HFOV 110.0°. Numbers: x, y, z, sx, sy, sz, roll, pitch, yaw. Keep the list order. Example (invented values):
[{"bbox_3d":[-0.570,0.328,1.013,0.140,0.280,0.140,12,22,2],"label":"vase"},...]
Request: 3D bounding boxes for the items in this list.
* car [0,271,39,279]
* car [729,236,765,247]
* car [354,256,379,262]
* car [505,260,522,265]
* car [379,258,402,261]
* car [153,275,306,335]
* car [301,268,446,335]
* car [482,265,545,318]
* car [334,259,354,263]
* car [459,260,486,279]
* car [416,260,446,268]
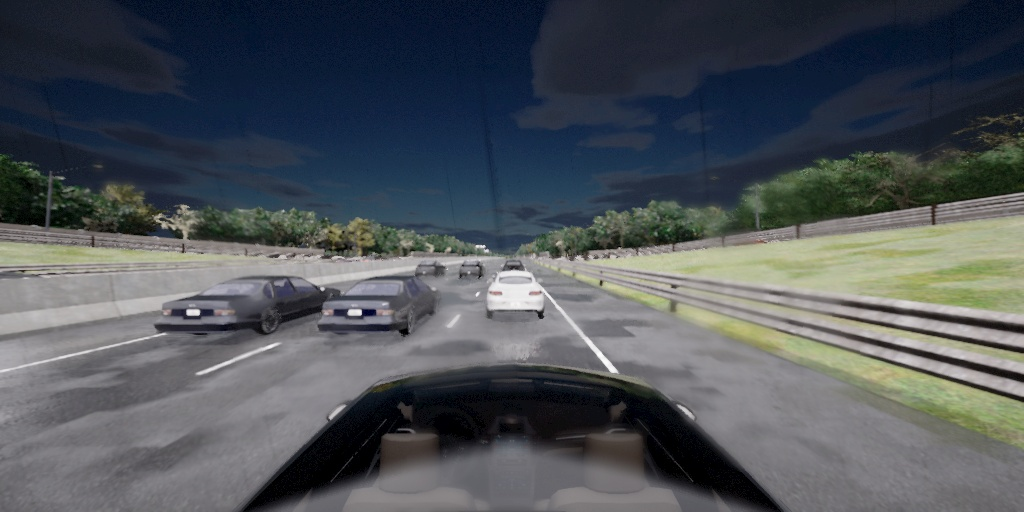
[{"bbox_3d":[-17.590,1.229,11.546,1.812,1.442,4.674,0,0,0],"label":"car"},{"bbox_3d":[31.889,-1.805,48.854,2.097,1.767,4.553,0,-3,-10],"label":"car"},{"bbox_3d":[-20.991,0.880,53.271,2.097,1.767,4.553,0,0,1],"label":"car"},{"bbox_3d":[0.136,1.123,30.806,1.837,1.490,4.892,0,0,0],"label":"car"},{"bbox_3d":[-17.496,1.006,53.137,1.882,1.535,5.008,0,0,1],"label":"car"},{"bbox_3d":[-6.891,1.258,10.263,2.033,1.411,5.357,0,0,0],"label":"car"},{"bbox_3d":[-3.391,1.258,10.265,2.033,1.411,5.357,0,0,0],"label":"car"},{"bbox_3d":[0.111,1.226,12.676,1.812,1.442,4.674,0,0,0],"label":"car"},{"bbox_3d":[-24.484,1.129,53.155,1.895,1.301,4.718,0,0,1],"label":"car"},{"bbox_3d":[-3.365,1.110,30.626,2.128,1.511,4.902,0,0,0],"label":"car"},{"bbox_3d":[-6.865,1.110,30.606,2.128,1.511,4.902,0,0,0],"label":"car"}]
